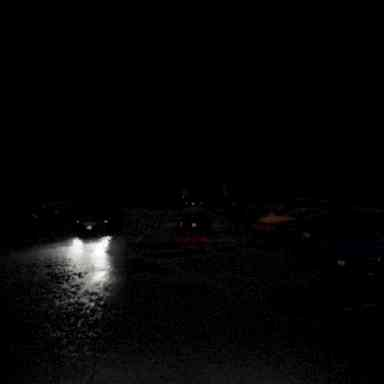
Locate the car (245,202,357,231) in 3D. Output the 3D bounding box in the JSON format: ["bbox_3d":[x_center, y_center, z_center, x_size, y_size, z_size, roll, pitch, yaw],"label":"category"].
[{"bbox_3d":[5.834,1.493,17.757,5.366,1.575,1.946,1,0,-20],"label":"car"}]

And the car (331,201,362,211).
[{"bbox_3d":[28.104,2.555,60.788,2.231,1.521,4.892,2,-1,-21],"label":"car"}]

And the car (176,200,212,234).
[{"bbox_3d":[0.106,1.490,19.258,1.882,1.535,5.008,0,0,0],"label":"car"}]

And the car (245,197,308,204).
[{"bbox_3d":[6.037,1.375,20.794,4.553,1.767,2.185,1,0,-20],"label":"car"}]

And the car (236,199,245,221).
[{"bbox_3d":[6.011,1.503,23.745,4.892,1.521,2.231,1,0,-20],"label":"car"}]

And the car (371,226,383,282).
[{"bbox_3d":[6.172,1.491,6.063,5.366,1.575,1.946,1,0,-20],"label":"car"}]

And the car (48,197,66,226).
[{"bbox_3d":[-10.975,1.375,22.033,4.553,1.767,2.185,-1,0,-20],"label":"car"}]

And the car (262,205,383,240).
[{"bbox_3d":[6.005,1.498,14.874,4.892,1.521,2.231,1,0,-20],"label":"car"}]

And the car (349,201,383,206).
[{"bbox_3d":[22.473,2.324,42.420,1.946,1.575,5.366,2,1,-21],"label":"car"}]

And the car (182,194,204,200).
[{"bbox_3d":[0.121,1.247,35.821,2.150,2.045,5.566,0,0,1],"label":"car"}]

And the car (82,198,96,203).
[{"bbox_3d":[-10.948,1.505,28.085,4.892,1.521,2.231,-1,0,-20],"label":"car"}]

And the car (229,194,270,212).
[{"bbox_3d":[6.033,1.255,29.679,5.566,2.045,2.435,1,0,-20],"label":"car"}]

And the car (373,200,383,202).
[{"bbox_3d":[25.452,2.178,42.596,2.435,2.045,5.566,2,1,-21],"label":"car"}]

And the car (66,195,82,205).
[{"bbox_3d":[-10.914,1.376,25.071,4.553,1.767,2.185,-1,0,-20],"label":"car"}]

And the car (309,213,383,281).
[{"bbox_3d":[5.999,1.493,8.959,5.008,1.535,2.097,1,0,-20],"label":"car"}]

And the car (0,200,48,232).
[{"bbox_3d":[-10.969,1.373,19.006,4.553,1.767,2.185,-1,0,-20],"label":"car"}]

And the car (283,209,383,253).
[{"bbox_3d":[6.027,1.525,11.925,4.792,1.488,2.163,1,0,-20],"label":"car"}]

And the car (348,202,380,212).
[{"bbox_3d":[31.425,2.654,61.008,1.946,1.575,5.366,2,-1,-21],"label":"car"}]

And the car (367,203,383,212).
[{"bbox_3d":[34.900,2.789,60.855,2.163,1.488,4.792,2,-1,-21],"label":"car"}]

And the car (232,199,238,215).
[{"bbox_3d":[6.006,1.544,26.703,4.674,1.452,2.002,1,0,-20],"label":"car"}]

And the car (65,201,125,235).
[{"bbox_3d":[-5.088,1.503,18.956,2.128,1.511,4.902,0,0,0],"label":"car"}]

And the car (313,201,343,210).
[{"bbox_3d":[24.712,2.450,60.757,2.231,1.521,4.892,2,-1,-21],"label":"car"}]

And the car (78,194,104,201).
[{"bbox_3d":[-10.965,1.255,31.089,5.566,2.045,2.435,-1,0,-20],"label":"car"}]
